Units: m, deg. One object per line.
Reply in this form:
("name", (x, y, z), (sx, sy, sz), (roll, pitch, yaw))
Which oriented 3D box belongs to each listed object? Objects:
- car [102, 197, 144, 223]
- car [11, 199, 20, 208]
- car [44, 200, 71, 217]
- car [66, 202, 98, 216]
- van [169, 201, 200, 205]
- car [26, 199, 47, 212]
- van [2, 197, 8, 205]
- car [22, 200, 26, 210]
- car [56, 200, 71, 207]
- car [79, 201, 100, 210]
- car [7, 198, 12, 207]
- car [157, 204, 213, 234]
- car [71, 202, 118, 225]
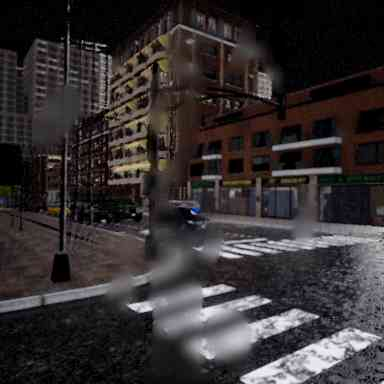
("car", (-6.182, 1.469, 28.515), (2.150, 2.045, 5.566), (1, -1, -34))
("car", (-29.801, 2.131, 58.073), (1.947, 1.339, 4.313), (1, -1, -35))
("car", (-13.958, 1.817, 35.178), (1.752, 1.417, 4.829), (1, -1, -35))
("car", (-12.540, 1.906, 37.713), (2.033, 1.411, 5.357), (1, -1, -35))
("van", (-0.863, 1.702, 30.982), (1.690, 1.788, 3.998), (1, -1, -35))
("car", (-20.353, 1.966, 44.419), (1.947, 1.339, 4.313), (1, -1, -35))
("van", (-39.247, 2.074, 71.730), (1.690, 1.788, 3.998), (1, -1, -35))
("car", (-23.502, 2.037, 48.970), (1.802, 1.307, 4.206), (1, -1, -35))
("car", (-26.058, 2.361, 67.389), (1.947, 1.339, 4.313), (1, -1, -35))
("car", (-16.610, 2.195, 53.735), (1.947, 1.339, 4.313), (1, -1, -35))
("car", (-32.949, 2.061, 62.626), (1.967, 1.590, 4.097), (1, -1, -35))
("car", (-0.655, 1.682, 20.517), (1.812, 1.442, 4.674), (1, -1, -35))
("car", (-7.756, 1.752, 26.214), (1.947, 1.339, 4.313), (1, -1, -35))
